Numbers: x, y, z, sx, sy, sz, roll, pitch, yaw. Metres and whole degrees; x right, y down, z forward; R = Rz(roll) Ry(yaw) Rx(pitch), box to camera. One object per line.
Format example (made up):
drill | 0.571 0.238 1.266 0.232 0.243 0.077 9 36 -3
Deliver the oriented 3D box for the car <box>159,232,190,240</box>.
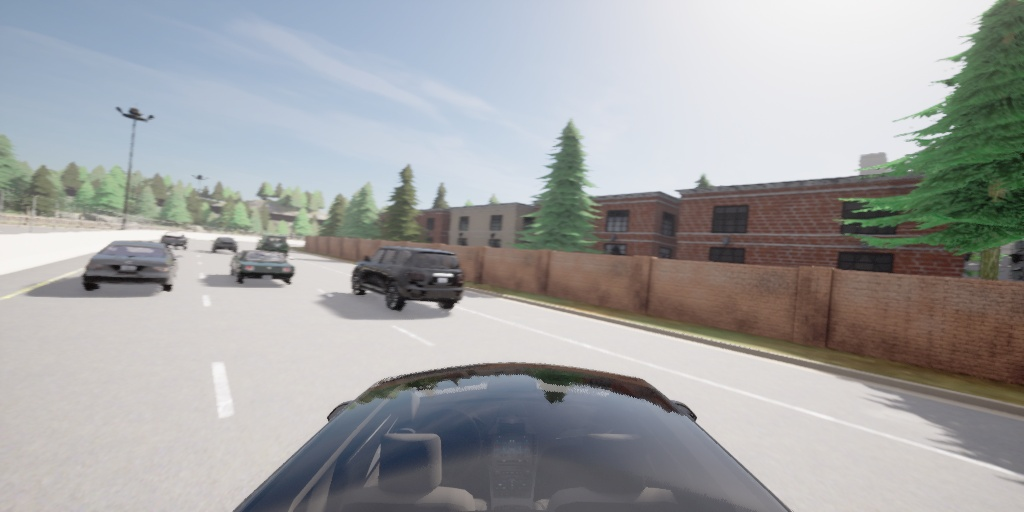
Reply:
car | -30.477 -1.422 32.390 2.128 1.511 4.902 6 0 -42

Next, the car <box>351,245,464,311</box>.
car | -3.900 0.675 12.963 2.150 2.045 5.566 6 0 -42

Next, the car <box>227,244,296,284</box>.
car | -10.939 0.412 15.599 1.895 1.301 4.718 6 0 -42

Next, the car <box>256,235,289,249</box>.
car | -23.169 -0.991 34.699 2.150 2.045 5.566 6 0 -42

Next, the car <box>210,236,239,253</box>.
car | -27.053 -1.077 33.789 1.837 1.490 4.892 6 0 -42

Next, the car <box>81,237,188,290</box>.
car | -12.037 0.229 11.579 2.033 1.411 5.357 6 0 -42
